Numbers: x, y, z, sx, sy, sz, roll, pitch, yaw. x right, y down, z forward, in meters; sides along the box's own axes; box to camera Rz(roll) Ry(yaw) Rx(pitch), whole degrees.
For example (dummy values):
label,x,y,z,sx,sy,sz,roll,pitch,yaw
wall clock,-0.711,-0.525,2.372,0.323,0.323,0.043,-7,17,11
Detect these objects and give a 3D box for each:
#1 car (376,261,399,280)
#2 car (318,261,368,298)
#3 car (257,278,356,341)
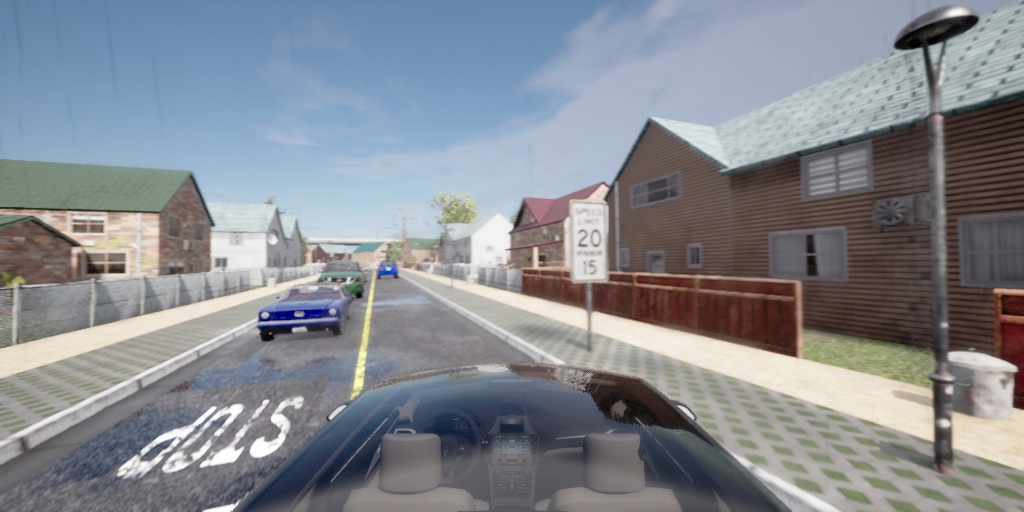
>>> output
label,x,y,z,sx,sy,sz,roll,pitch,yaw
car,-14.016,1.543,40.460,2.150,2.045,5.566,0,-1,-20
car,-9.661,1.282,20.591,2.150,2.045,5.566,0,-1,-21
car,-5.935,1.514,10.766,1.895,1.301,4.718,0,-1,-21
